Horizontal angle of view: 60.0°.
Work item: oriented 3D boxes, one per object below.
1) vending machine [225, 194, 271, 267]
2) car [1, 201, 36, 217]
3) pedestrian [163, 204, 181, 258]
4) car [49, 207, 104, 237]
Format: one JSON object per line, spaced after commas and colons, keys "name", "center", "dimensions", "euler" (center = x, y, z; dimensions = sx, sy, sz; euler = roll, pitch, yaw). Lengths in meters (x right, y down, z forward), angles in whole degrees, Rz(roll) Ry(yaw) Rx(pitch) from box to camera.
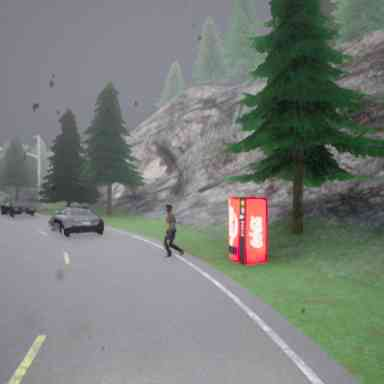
{"name": "vending machine", "center": [1.724, 1.131, 10.322], "dimensions": [1.100, 2.100, 0.880], "euler": [0, 0, -18]}
{"name": "car", "center": [-15.153, 1.428, 28.843], "dimensions": [1.895, 1.301, 4.718], "euler": [0, 0, -40]}
{"name": "pedestrian", "center": [-0.674, 1.227, 10.893], "dimensions": [0.375, 1.860, 0.375], "euler": [0, 0, -21]}
{"name": "car", "center": [-6.186, 1.457, 17.644], "dimensions": [1.994, 1.385, 4.181], "euler": [0, 0, -34]}
